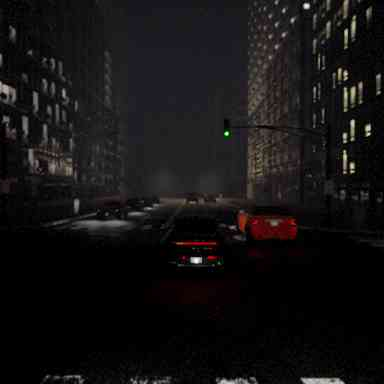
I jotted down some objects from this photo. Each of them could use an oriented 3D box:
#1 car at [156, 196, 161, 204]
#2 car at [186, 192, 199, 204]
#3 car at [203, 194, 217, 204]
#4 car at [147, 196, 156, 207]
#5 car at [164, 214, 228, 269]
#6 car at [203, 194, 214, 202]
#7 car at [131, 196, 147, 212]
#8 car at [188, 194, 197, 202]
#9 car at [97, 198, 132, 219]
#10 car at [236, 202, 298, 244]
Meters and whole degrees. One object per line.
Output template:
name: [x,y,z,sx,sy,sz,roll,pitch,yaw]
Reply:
car: [-6.441,1.352,56.524,1.994,1.385,4.181,0,0,0]
car: [0.061,1.004,57.948,2.150,2.045,5.566,0,0,0]
car: [3.328,1.304,59.274,1.812,1.442,4.674,0,0,0]
car: [-6.523,1.354,46.536,1.812,1.442,4.674,0,0,0]
car: [0.118,1.490,11.147,1.837,1.490,4.892,1,1,0]
car: [3.323,1.253,68.841,2.128,1.511,4.902,0,0,0]
car: [-6.558,1.370,37.243,1.837,1.490,4.892,0,0,0]
car: [0.072,1.161,68.338,1.882,1.535,5.008,0,0,0]
car: [-6.565,1.426,27.974,1.812,1.442,4.674,0,0,0]
car: [3.378,1.277,15.758,2.097,1.767,4.553,1,1,0]
